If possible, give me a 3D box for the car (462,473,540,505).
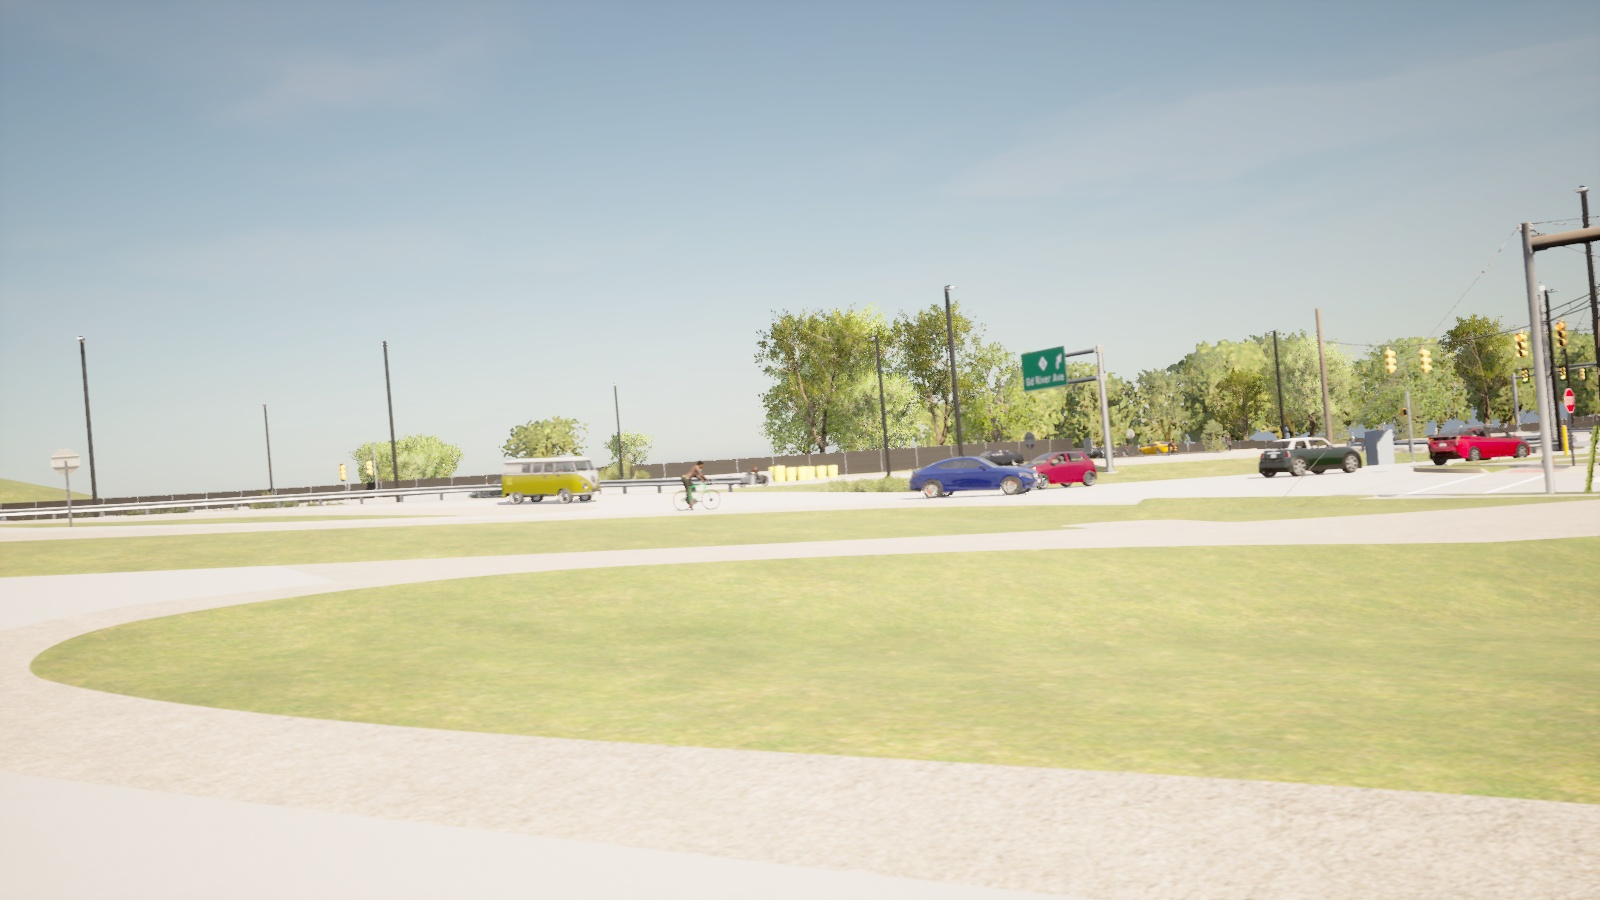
[{"bbox_3d":[-19.438,2.518,81.634,4.553,1.767,2.097,-3,-1,-23],"label":"car"}]

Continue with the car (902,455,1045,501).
[{"bbox_3d":[6.191,0.995,44.849,4.674,1.442,1.812,-3,-1,22],"label":"car"}]

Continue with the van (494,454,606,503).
[{"bbox_3d":[-10.738,1.235,53.955,4.442,1.987,1.775,-1,1,25],"label":"van"}]

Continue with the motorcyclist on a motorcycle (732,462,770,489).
[{"bbox_3d":[-3.319,1.702,84.646,2.350,1.649,0.766,-3,-1,-23],"label":"motorcyclist on a motorcycle"}]

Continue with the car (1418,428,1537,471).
[{"bbox_3d":[28.402,-0.032,52.643,4.514,1.525,2.007,-2,-1,-24],"label":"car"}]

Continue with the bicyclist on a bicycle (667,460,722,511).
[{"bbox_3d":[-3.439,1.145,40.846,1.656,1.620,0.582,-1,-2,-24],"label":"bicyclist on a bicycle"}]

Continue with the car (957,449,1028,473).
[{"bbox_3d":[14.734,0.840,96.072,4.902,1.511,2.128,-3,-1,-23],"label":"car"}]

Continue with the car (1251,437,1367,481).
[{"bbox_3d":[19.850,0.359,48.970,3.806,1.475,1.970,-3,-1,-21],"label":"car"}]

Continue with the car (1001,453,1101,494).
[{"bbox_3d":[10.342,0.954,51.796,3.633,1.501,1.845,-2,-1,-28],"label":"car"}]
